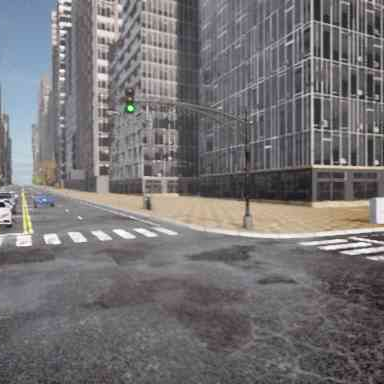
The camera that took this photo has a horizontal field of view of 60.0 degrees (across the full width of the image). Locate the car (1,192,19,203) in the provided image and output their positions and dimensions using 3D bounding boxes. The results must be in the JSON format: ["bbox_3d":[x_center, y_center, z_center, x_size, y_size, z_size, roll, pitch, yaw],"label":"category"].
[{"bbox_3d":[-24.160,0.642,44.190,1.895,1.301,4.718,-1,1,-27],"label":"car"}]

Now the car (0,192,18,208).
[{"bbox_3d":[-19.522,0.797,35.067,2.033,1.411,5.357,-1,2,-26],"label":"car"}]

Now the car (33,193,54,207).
[{"bbox_3d":[-15.840,0.790,35.409,2.033,1.411,5.357,-1,1,-27],"label":"car"}]

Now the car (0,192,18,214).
[{"bbox_3d":[-15.195,0.794,26.568,2.097,1.767,4.553,-1,1,-27],"label":"car"}]

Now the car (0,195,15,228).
[{"bbox_3d":[-11.127,1.146,18.641,1.812,1.442,4.674,-1,1,-28],"label":"car"}]
